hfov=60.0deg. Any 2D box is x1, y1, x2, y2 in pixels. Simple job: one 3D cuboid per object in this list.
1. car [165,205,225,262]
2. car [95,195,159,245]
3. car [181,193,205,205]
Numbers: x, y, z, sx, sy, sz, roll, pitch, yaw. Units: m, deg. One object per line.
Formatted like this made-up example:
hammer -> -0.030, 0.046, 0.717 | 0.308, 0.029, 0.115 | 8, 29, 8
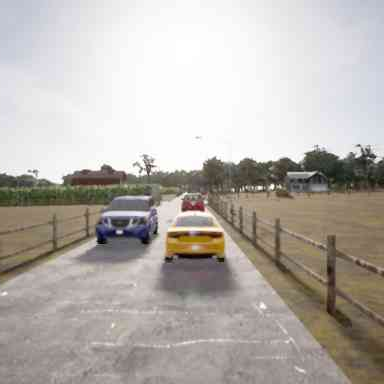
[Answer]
car -> 0.099, 1.464, 12.186 | 1.882, 1.535, 5.008 | 0, 0, 0
car -> -2.847, 1.202, 15.819 | 2.150, 2.045, 5.566 | 0, 0, 0
car -> 0.109, 1.146, 32.285 | 2.150, 2.045, 5.566 | 0, 0, 0
